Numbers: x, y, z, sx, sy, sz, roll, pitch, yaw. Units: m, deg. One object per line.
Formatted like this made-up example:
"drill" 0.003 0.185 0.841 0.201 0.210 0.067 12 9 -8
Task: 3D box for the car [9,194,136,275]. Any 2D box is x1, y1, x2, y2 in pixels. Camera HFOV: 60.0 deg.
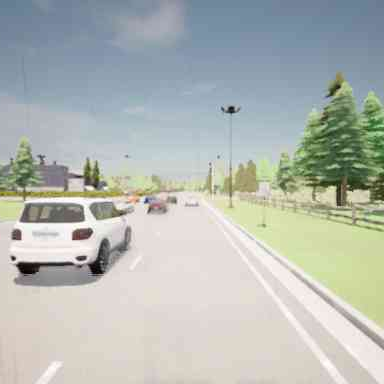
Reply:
"car" -3.406 1.170 10.420 2.150 2.045 5.566 0 0 0

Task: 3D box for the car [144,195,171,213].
"car" -3.421 1.368 34.009 1.812 1.442 4.674 0 0 0

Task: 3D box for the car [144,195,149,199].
"car" -6.985 1.213 57.057 1.882 1.535 5.008 0 0 0

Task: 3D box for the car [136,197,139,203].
"car" -6.920 1.446 33.245 1.895 1.301 4.718 0 0 0

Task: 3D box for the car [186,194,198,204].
"car" -0.021 1.218 59.073 2.128 1.511 4.902 0 0 0

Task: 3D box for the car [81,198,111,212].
"car" -10.422 1.394 36.404 1.994 1.385 4.181 0 0 0

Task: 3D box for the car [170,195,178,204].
"car" -3.488 1.225 57.460 2.128 1.511 4.902 0 0 0

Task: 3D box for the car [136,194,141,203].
"car" -10.506 1.076 59.348 2.097 1.767 4.553 0 0 0

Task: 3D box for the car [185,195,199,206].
"car" -0.028 1.303 47.983 1.812 1.442 4.674 0 0 0
